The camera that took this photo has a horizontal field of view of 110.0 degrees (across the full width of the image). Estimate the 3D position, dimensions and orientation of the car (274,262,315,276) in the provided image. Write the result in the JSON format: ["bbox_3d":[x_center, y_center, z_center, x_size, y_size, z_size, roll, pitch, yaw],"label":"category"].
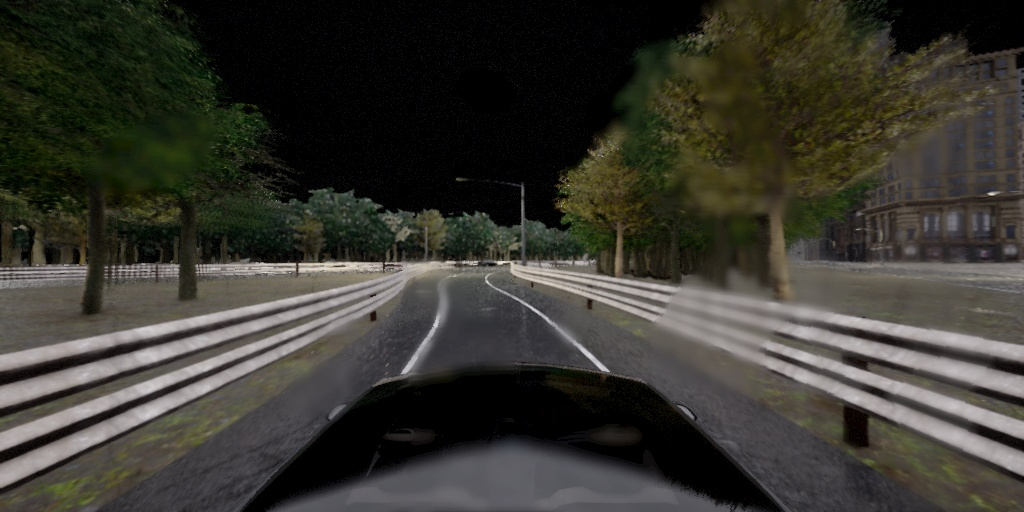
[{"bbox_3d":[-24.387,1.374,40.394,1.994,1.385,4.181,-1,-1,34],"label":"car"}]

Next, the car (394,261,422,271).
[{"bbox_3d":[-15.550,1.419,53.732,1.812,1.442,4.674,-1,-1,34],"label":"car"}]
